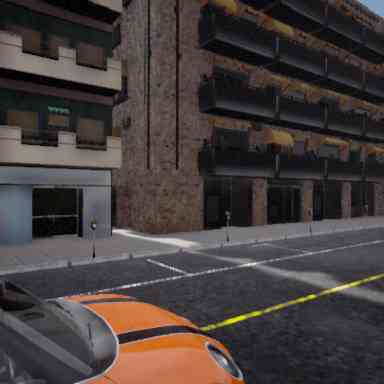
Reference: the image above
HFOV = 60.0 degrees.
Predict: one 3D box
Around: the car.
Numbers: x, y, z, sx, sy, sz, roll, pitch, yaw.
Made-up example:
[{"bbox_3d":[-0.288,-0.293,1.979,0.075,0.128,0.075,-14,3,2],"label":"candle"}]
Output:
[{"bbox_3d":[-1.729,1.347,2.200,4.553,1.767,2.097,0,0,-36],"label":"car"}]
